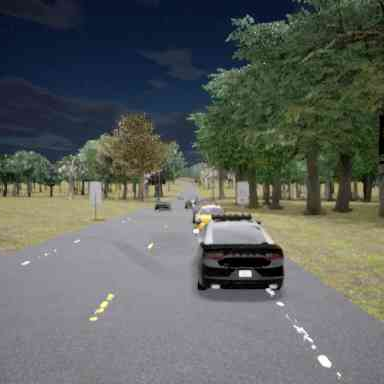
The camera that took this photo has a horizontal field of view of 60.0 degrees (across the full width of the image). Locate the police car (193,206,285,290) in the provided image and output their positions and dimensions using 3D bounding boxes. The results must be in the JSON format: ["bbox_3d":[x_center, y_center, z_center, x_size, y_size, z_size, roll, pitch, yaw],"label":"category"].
[{"bbox_3d":[1.064,1.420,9.192,1.930,1.638,5.238,0,0,0],"label":"police car"}]

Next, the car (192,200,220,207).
[{"bbox_3d":[1.083,1.452,19.275,1.801,1.575,5.366,0,0,0],"label":"car"}]

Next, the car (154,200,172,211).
[{"bbox_3d":[-3.526,1.626,40.846,1.895,1.301,4.718,0,0,0],"label":"car"}]

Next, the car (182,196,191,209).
[{"bbox_3d":[0.109,1.396,46.028,2.097,1.767,4.553,0,0,1],"label":"car"}]

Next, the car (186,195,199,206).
[{"bbox_3d":[0.104,1.455,58.606,2.097,1.767,4.553,0,0,0],"label":"car"}]

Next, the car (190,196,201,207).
[{"bbox_3d":[1.091,1.350,25.061,2.097,1.767,4.553,0,0,0],"label":"car"}]
